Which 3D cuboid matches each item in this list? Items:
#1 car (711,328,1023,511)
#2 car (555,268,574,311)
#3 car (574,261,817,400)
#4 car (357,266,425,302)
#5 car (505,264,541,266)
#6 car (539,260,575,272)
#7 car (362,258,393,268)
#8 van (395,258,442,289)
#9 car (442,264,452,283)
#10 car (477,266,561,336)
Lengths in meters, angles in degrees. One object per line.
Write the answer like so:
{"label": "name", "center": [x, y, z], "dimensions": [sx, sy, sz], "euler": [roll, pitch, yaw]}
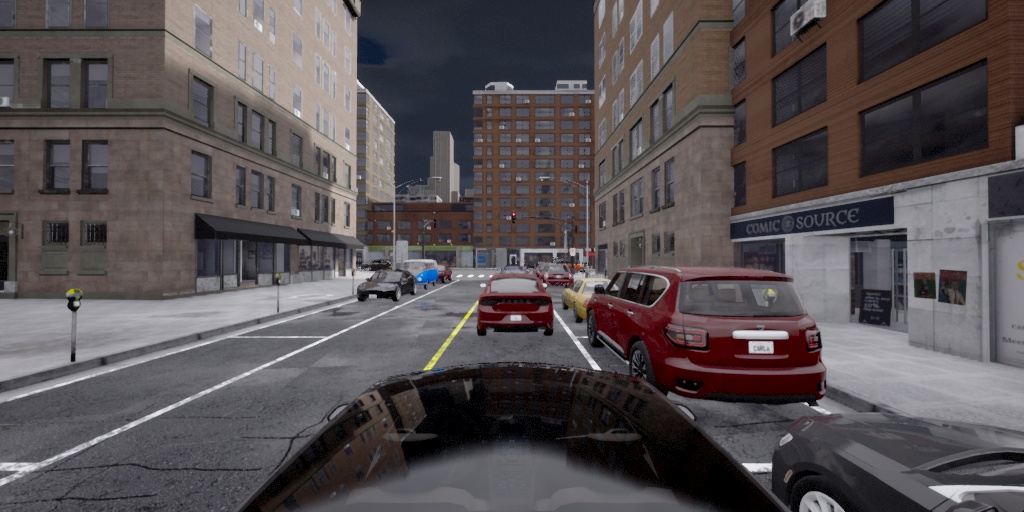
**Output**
{"label": "car", "center": [2.668, 1.300, 0.765], "dimensions": [2.007, 1.370, 4.403], "euler": [0, 0, 0]}
{"label": "car", "center": [2.681, 1.284, 11.899], "dimensions": [1.751, 1.417, 4.829], "euler": [0, 0, 0]}
{"label": "car", "center": [2.675, 1.068, 6.246], "dimensions": [2.192, 1.841, 5.009], "euler": [0, 0, 0]}
{"label": "car", "center": [-5.838, 1.331, 17.224], "dimensions": [1.948, 1.339, 4.313], "euler": [0, 0, 0]}
{"label": "car", "center": [0.118, 1.258, 18.061], "dimensions": [2.128, 1.511, 4.902], "euler": [0, 0, 0]}
{"label": "car", "center": [2.694, 1.213, 22.695], "dimensions": [1.967, 1.591, 4.097], "euler": [0, 0, 0]}
{"label": "car", "center": [-14.582, 1.148, 40.971], "dimensions": [4.892, 1.490, 1.837], "euler": [0, -1, 3]}
{"label": "van", "center": [-5.831, 1.114, 22.706], "dimensions": [1.690, 1.789, 3.998], "euler": [0, 0, 0]}
{"label": "car", "center": [-5.825, 1.326, 28.188], "dimensions": [1.888, 1.381, 4.507], "euler": [0, 0, 0]}
{"label": "car", "center": [0.059, 1.235, 10.494], "dimensions": [1.882, 1.535, 5.008], "euler": [0, 0, -1]}
